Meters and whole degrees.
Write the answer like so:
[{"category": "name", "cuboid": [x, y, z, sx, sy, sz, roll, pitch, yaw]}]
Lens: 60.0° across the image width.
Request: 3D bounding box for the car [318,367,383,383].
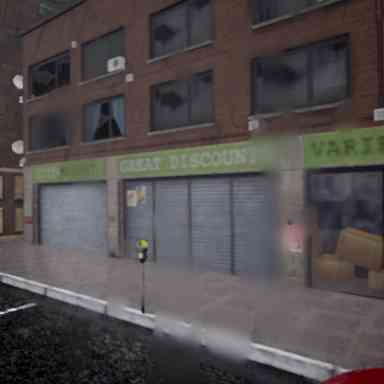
[{"category": "car", "cuboid": [2.546, 1.536, 1.068, 4.507, 1.381, 1.887, 0, -1, 35]}]
